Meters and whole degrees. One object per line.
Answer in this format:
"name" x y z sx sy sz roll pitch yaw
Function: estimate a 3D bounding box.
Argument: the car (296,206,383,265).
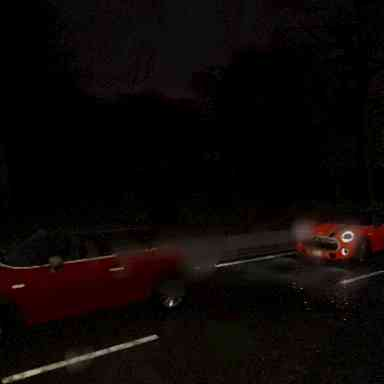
"car" 5.780 1.342 11.795 4.553 1.767 2.097 0 0 -35

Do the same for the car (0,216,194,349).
"car" -2.259 1.353 6.061 4.553 1.767 2.097 0 0 -35
